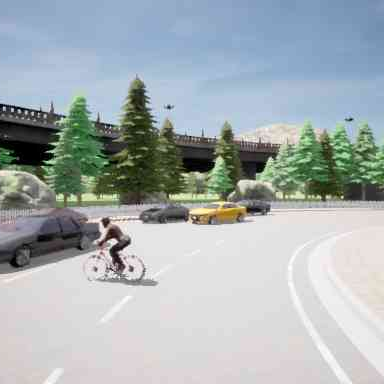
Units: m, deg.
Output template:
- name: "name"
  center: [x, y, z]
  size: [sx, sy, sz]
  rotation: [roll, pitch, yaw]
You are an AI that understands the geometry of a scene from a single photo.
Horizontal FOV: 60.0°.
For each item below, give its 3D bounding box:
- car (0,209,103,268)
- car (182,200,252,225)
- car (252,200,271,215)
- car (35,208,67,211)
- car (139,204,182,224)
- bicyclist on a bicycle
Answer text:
- name: "car"
  center: [-5.329, 1.547, 11.733]
  size: [2.033, 1.411, 5.357]
  rotation: [0, 0, 19]
- name: "car"
  center: [1.936, 1.478, 24.212]
  size: [5.008, 1.535, 1.882]
  rotation: [0, 0, -45]
- name: "car"
  center: [5.344, 1.491, 31.738]
  size: [4.902, 1.511, 2.128]
  rotation: [0, 0, -34]
- name: "car"
  center: [-7.140, 1.526, 16.567]
  size: [1.812, 1.442, 4.674]
  rotation: [0, 0, 25]
- name: "car"
  center: [-1.899, 1.564, 24.976]
  size: [1.994, 1.385, 4.181]
  rotation: [0, 0, 42]
- name: "bicyclist on a bicycle"
  center: [-1.963, 1.454, 8.234]
  size: [1.656, 1.620, 0.582]
  rotation: [-2, 0, 11]
